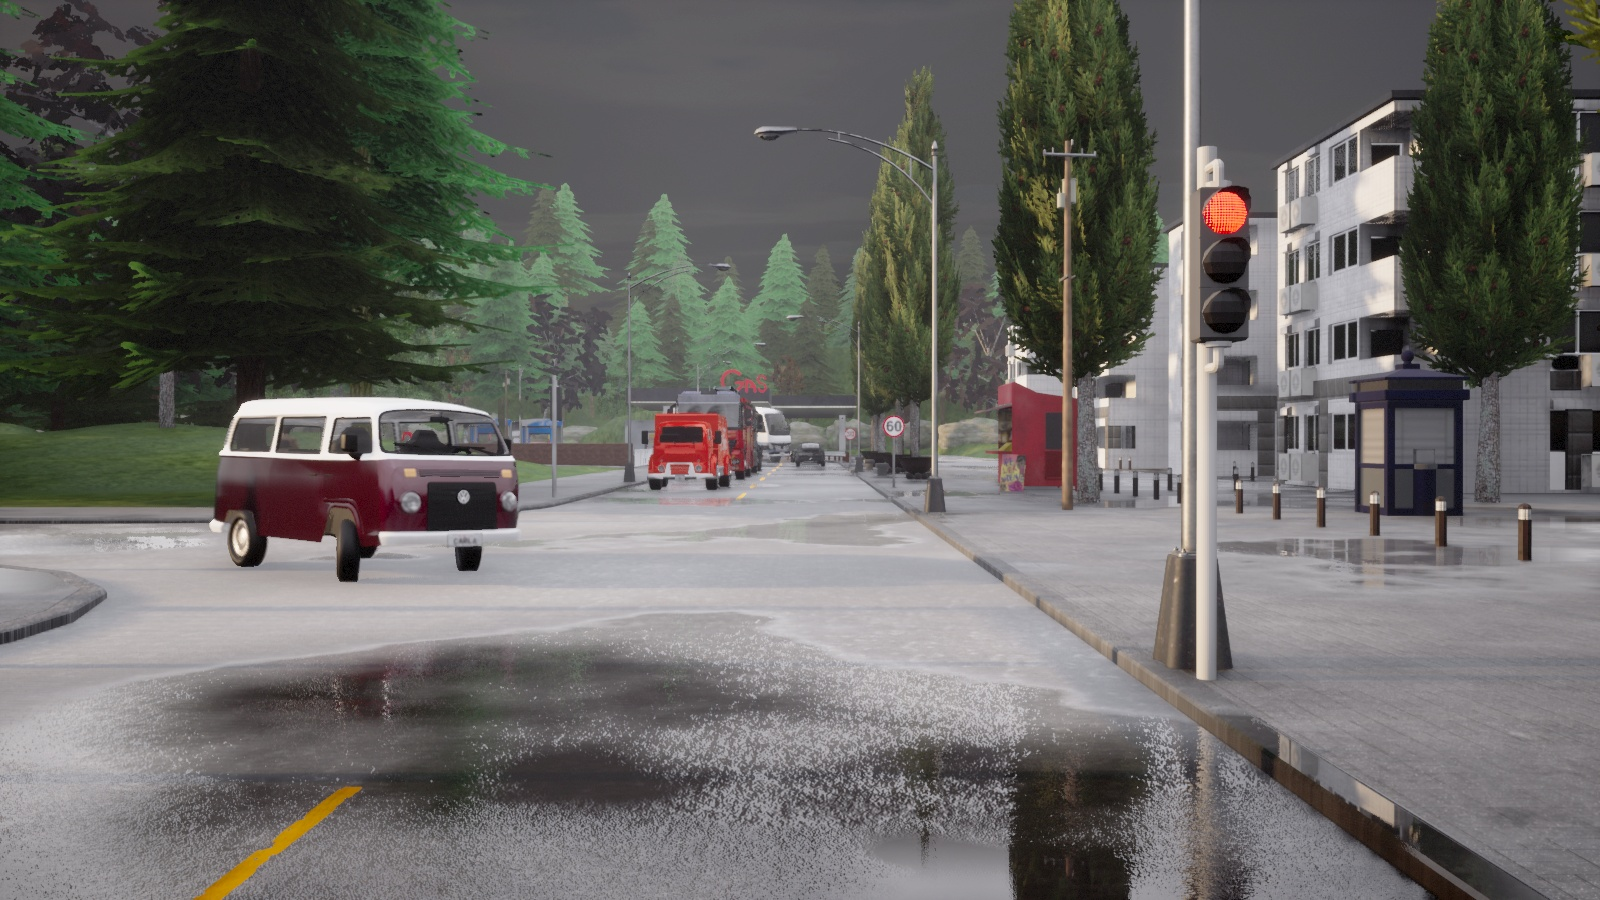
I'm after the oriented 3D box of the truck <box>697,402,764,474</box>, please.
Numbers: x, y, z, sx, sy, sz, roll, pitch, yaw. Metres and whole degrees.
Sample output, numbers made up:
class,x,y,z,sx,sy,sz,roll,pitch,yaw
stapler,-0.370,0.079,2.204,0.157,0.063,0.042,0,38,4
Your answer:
class,x,y,z,sx,sy,sz,roll,pitch,yaw
truck,-3.469,-0.603,64.590,2.891,3.462,7.936,0,0,1

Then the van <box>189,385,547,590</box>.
class,x,y,z,sx,sy,sz,roll,pitch,yaw
van,-5.190,0.381,14.770,4.480,2.038,2.069,1,-1,43

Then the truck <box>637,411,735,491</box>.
class,x,y,z,sx,sy,sz,roll,pitch,yaw
truck,-3.652,0.024,41.332,2.627,2.467,5.204,0,0,1

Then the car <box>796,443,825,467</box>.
class,x,y,z,sx,sy,sz,roll,pitch,yaw
car,0.685,0.292,81.509,1.837,1.490,4.892,0,0,1

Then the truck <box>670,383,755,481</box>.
class,x,y,z,sx,sy,sz,roll,pitch,yaw
truck,-3.575,-0.721,53.228,2.891,3.827,8.468,0,0,1

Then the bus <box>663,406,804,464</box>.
class,x,y,z,sx,sy,sz,roll,pitch,yaw
bus,-5.153,-1.205,96.477,10.273,4.253,3.944,1,2,30
